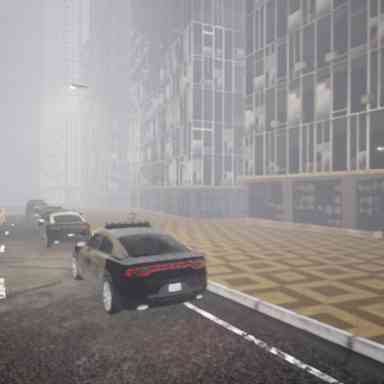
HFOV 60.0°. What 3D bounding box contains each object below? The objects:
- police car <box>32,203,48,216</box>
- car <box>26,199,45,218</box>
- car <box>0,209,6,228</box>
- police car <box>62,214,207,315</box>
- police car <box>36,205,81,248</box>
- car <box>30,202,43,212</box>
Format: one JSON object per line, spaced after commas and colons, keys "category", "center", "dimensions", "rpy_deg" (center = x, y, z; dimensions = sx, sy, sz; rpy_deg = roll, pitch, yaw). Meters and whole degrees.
{"category": "police car", "center": [-9.167, 1.774, 21.828], "dimensions": [1.930, 1.638, 5.238], "rpy_deg": [0, -1, -27]}
{"category": "car", "center": [-17.902, 1.846, 38.418], "dimensions": [2.150, 2.045, 5.566], "rpy_deg": [0, -1, -24]}
{"category": "car", "center": [-15.468, 1.916, 25.453], "dimensions": [1.882, 1.535, 5.008], "rpy_deg": [0, -1, -26]}
{"category": "police car", "center": [-1.629, 1.539, 8.168], "dimensions": [1.930, 1.638, 5.238], "rpy_deg": [0, -1, -31]}
{"category": "police car", "center": [-6.448, 1.686, 16.646], "dimensions": [1.930, 1.638, 5.238], "rpy_deg": [0, -1, -28]}
{"category": "car", "center": [-25.686, 2.399, 54.825], "dimensions": [1.812, 1.442, 4.674], "rpy_deg": [0, -1, -28]}
